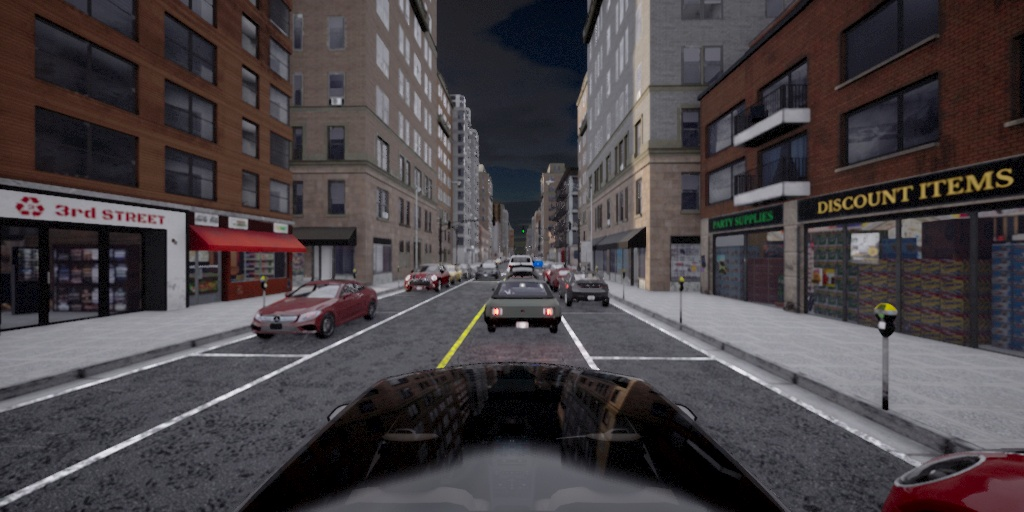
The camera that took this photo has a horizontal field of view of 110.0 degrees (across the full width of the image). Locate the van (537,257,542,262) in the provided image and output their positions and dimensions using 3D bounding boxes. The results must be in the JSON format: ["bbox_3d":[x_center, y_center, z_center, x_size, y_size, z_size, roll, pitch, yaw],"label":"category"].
[{"bbox_3d":[4.178,1.080,59.001,1.690,1.789,3.998,0,0,2],"label":"van"}]

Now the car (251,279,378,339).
[{"bbox_3d":[-5.197,1.331,10.077,1.802,1.307,4.207,0,0,2],"label":"car"}]

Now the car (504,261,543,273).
[{"bbox_3d":[0.596,1.252,21.009,1.837,1.490,4.892,0,0,1],"label":"car"}]

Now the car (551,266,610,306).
[{"bbox_3d":[2.977,1.298,15.380,2.007,1.370,4.403,0,0,2],"label":"car"}]

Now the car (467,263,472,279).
[{"bbox_3d":[-4.589,1.296,32.142,2.007,1.370,4.403,0,0,2],"label":"car"}]

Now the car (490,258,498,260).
[{"bbox_3d":[-3.844,1.290,59.214,2.007,1.370,4.403,0,0,2],"label":"car"}]

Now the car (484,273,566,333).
[{"bbox_3d":[0.314,1.350,10.730,1.895,1.301,4.718,0,0,2],"label":"car"}]

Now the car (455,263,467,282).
[{"bbox_3d":[-4.746,1.272,26.456,1.751,1.417,4.829,0,0,2],"label":"car"}]

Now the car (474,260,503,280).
[{"bbox_3d":[-2.034,1.271,30.902,1.812,1.442,4.674,0,0,2],"label":"car"}]

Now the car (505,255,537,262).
[{"bbox_3d":[0.770,0.968,31.132,2.150,2.045,5.566,0,0,2],"label":"car"}]

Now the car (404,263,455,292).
[{"bbox_3d":[-4.893,1.187,21.110,1.967,1.591,4.097,0,0,2],"label":"car"}]

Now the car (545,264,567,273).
[{"bbox_3d":[3.129,1.329,20.897,1.802,1.307,4.207,0,0,2],"label":"car"}]

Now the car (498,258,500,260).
[{"bbox_3d":[-3.687,1.284,64.893,1.888,1.381,4.507,0,0,2],"label":"car"}]

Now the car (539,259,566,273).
[{"bbox_3d":[3.281,1.186,26.414,1.967,1.591,4.097,0,0,2],"label":"car"}]
